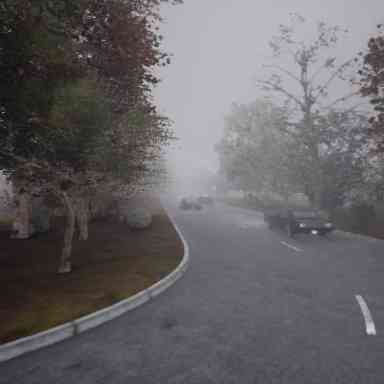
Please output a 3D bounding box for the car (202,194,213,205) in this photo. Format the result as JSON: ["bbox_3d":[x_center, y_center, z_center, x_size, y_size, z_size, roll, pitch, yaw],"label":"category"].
[{"bbox_3d":[1.800,1.052,48.554,1.882,1.535,5.008,1,1,-7],"label":"car"}]

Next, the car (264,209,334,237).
[{"bbox_3d":[5.375,1.531,17.475,1.895,1.301,4.718,1,1,-7],"label":"car"}]

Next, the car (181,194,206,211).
[{"bbox_3d":[-0.195,1.224,35.595,2.033,1.411,5.357,1,1,-6],"label":"car"}]
